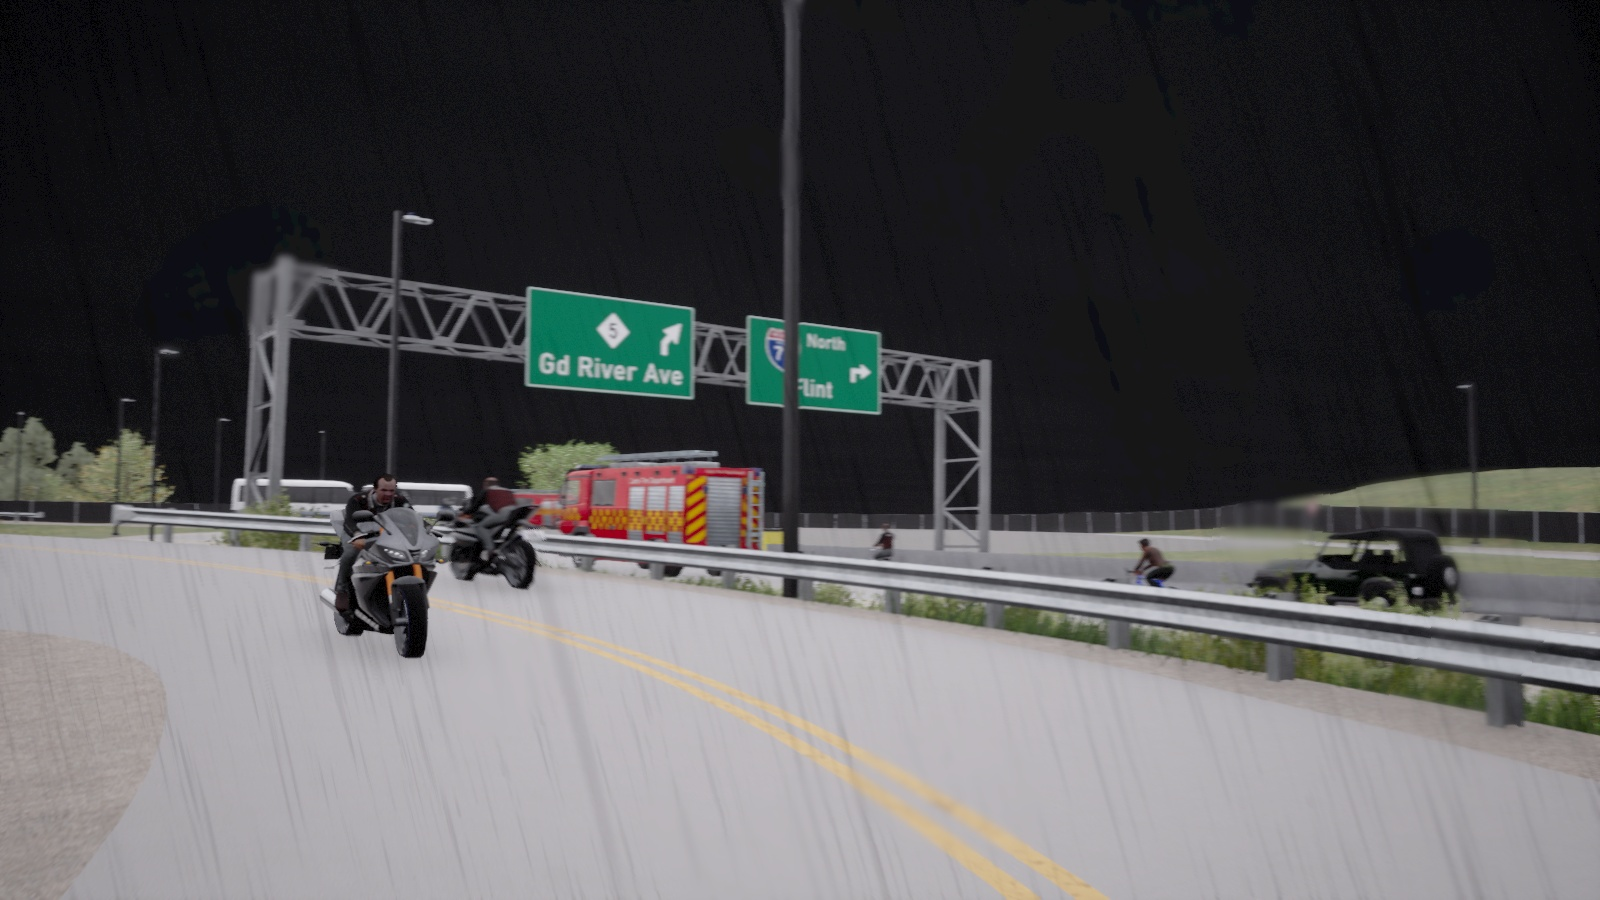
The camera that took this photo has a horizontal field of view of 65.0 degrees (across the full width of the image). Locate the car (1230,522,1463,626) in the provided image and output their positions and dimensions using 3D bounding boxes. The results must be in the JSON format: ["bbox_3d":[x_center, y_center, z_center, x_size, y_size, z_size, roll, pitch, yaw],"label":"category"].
[{"bbox_3d":[10.964,2.429,25.411,1.905,1.878,3.866,3,-4,-37],"label":"car"}]

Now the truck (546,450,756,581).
[{"bbox_3d":[-5.054,2.122,40.918,2.891,3.827,8.468,3,-4,-37],"label":"truck"}]

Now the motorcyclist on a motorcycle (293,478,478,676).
[{"bbox_3d":[-3.671,1.023,10.993,0.866,1.530,2.191,1,-1,-37],"label":"motorcyclist on a motorcycle"}]

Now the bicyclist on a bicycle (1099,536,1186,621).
[{"bbox_3d":[6.821,2.531,25.088,0.582,1.620,1.656,3,-4,-37],"label":"bicyclist on a bicycle"}]

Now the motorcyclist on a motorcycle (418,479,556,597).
[{"bbox_3d":[-4.423,1.196,17.643,0.866,1.530,2.191,3,-2,-44],"label":"motorcyclist on a motorcycle"}]
